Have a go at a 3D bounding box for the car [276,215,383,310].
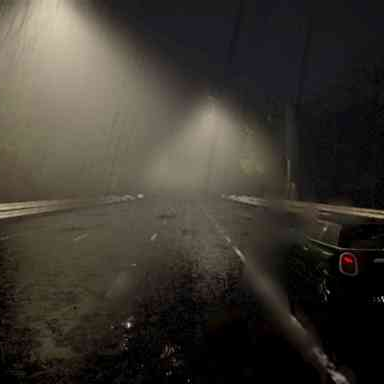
[{"bbox_3d":[3.497,1.311,7.883,2.097,1.767,4.553,0,0,-1],"label":"car"}]
